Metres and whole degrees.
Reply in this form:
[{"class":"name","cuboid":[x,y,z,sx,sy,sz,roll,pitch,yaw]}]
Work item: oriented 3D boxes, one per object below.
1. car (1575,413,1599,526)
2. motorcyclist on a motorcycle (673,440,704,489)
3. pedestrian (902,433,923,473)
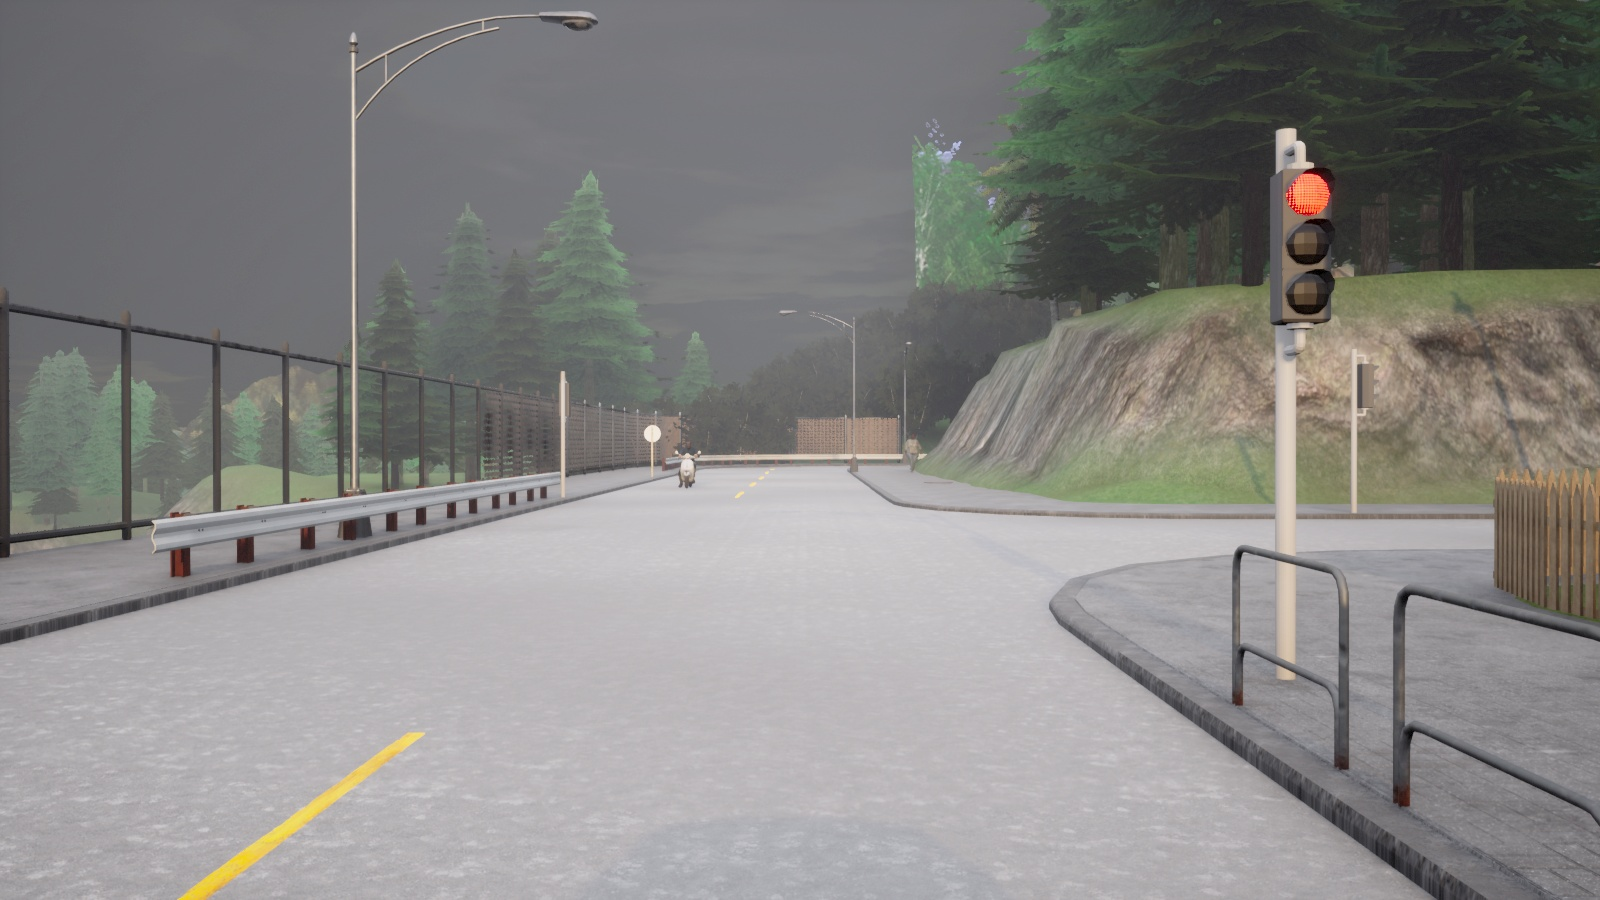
[{"class":"car","cuboid":[17.279,0.353,22.390,5.566,2.045,2.150,0,0,0]},{"class":"motorcyclist on a motorcycle","cuboid":[-3.707,0.461,41.817,0.866,1.590,1.817,0,0,0]},{"class":"pedestrian","cuboid":[5.182,0.134,57.896,0.874,1.855,0.900,0,0,-1]}]
